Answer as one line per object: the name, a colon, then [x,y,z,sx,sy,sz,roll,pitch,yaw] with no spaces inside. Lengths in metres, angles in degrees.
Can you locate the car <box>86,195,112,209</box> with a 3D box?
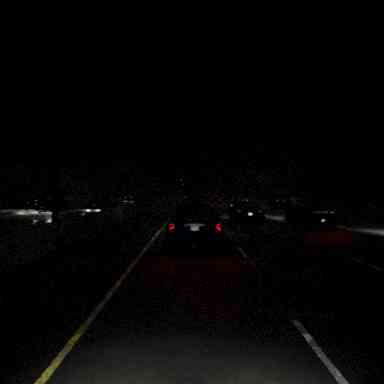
car: [-10.478,1.184,37.679,1.994,1.385,4.181,0,0,0]

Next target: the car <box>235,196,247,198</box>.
car: [7.237,1.230,49.508,2.033,1.411,5.357,0,0,0]

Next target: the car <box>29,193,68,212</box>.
car: [-14.000,1.150,33.329,1.812,1.442,4.674,0,0,0]

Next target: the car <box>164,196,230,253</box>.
car: [0.113,1.212,13.160,2.097,1.767,4.553,0,0,0]

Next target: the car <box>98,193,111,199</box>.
car: [-20.777,1.026,79.307,1.994,1.385,4.181,0,-1,0]

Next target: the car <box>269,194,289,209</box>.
car: [10.713,1.054,40.580,2.097,1.767,4.553,0,0,0]

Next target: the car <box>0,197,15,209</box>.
car: [-20.984,1.179,36.810,1.895,1.301,4.718,0,0,0]

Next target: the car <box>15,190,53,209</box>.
car: [-17.473,0.812,38.172,2.150,2.045,5.566,0,0,0]

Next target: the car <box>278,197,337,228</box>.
car: [7.154,1.307,20.499,2.128,1.511,4.902,0,1,0]

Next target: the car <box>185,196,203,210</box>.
car: [0.203,1.229,38.161,1.994,1.385,4.181,0,0,0]

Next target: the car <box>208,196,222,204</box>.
car: [3.753,1.281,55.161,1.895,1.301,4.718,0,0,0]

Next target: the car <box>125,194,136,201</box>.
car: [-13.790,1.148,74.832,1.837,1.490,4.892,0,-1,0]

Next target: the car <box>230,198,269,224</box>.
car: [3.661,1.341,22.825,1.994,1.385,4.181,0,1,0]
